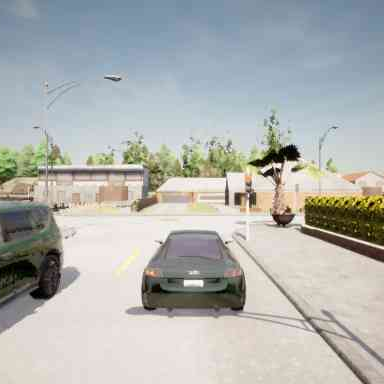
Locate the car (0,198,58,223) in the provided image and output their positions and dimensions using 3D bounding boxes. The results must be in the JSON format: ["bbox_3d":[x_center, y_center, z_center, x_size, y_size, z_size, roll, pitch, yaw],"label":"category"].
[{"bbox_3d":[-12.658,1.352,24.684,4.553,1.767,2.097,0,0,0],"label":"car"}]

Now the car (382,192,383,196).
[{"bbox_3d":[37.875,0.973,64.998,1.905,1.878,3.866,0,0,0],"label":"car"}]

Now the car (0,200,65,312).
[{"bbox_3d":[-4.054,1.221,5.531,2.150,2.045,5.566,0,0,1],"label":"car"}]

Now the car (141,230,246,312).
[{"bbox_3d":[0.042,1.564,7.790,1.994,1.385,4.181,0,0,0],"label":"car"}]
